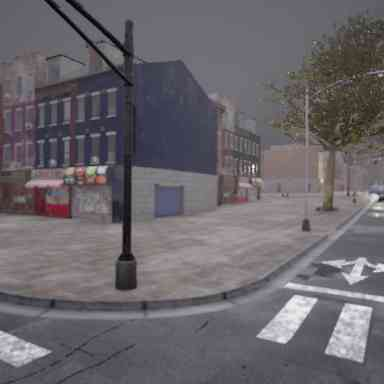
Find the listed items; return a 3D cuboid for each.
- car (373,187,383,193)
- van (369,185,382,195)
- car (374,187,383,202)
[{"bbox_3d":[44.520,-0.459,79.561,1.887,1.381,4.507,2,2,31],"label":"car"},{"bbox_3d":[34.689,-0.312,63.435,1.690,1.788,3.998,2,2,31],"label":"van"},{"bbox_3d":[24.586,0.485,41.925,2.033,1.411,5.357,0,3,32],"label":"car"}]
